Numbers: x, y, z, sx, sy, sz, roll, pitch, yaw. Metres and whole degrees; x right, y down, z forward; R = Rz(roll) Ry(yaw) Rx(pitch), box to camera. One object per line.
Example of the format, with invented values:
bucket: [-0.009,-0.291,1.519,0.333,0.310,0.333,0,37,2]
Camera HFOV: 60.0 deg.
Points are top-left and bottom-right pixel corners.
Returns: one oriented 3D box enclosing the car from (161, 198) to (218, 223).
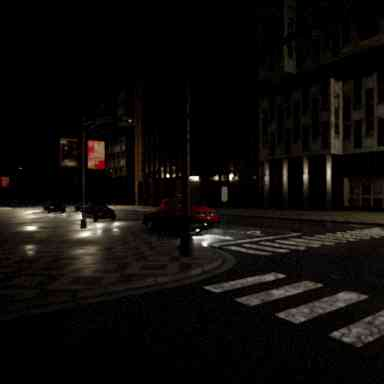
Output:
car: [-0.449,1.485,25.255,2.150,2.045,5.566,0,-1,-36]

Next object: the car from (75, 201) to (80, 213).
car: [-13.892,1.927,44.088,2.097,1.767,4.553,0,0,-35]

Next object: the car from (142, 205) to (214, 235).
car: [-1.242,1.787,20.784,2.033,1.411,5.357,0,-1,-36]

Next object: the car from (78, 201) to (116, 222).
car: [-8.792,1.892,31.334,1.882,1.535,5.008,0,-1,-36]

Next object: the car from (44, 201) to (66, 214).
car: [-18.684,1.995,45.244,2.097,1.767,4.553,0,0,-35]
